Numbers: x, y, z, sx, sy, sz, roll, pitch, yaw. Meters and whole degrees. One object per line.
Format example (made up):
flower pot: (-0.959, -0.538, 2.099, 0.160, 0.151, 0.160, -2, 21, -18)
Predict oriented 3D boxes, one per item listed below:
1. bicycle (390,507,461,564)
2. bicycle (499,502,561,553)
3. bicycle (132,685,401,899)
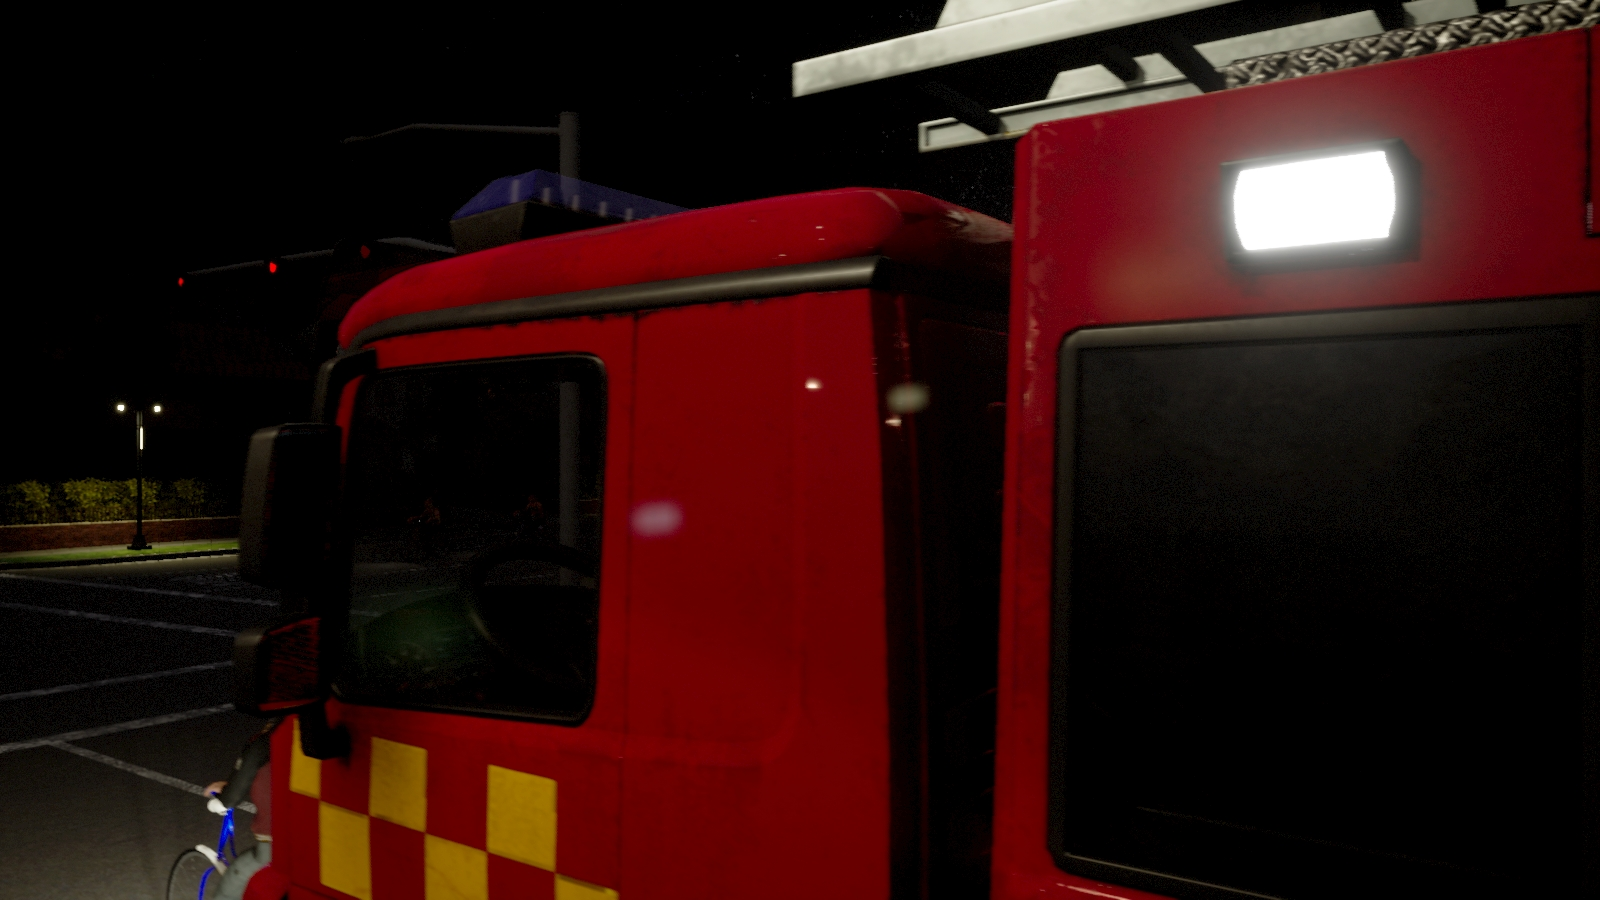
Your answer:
bicycle: (-9.451, 2.142, 28.883, 0.859, 1.301, 1.487, 0, 0, 35)
bicycle: (-7.519, 2.142, 31.857, 0.859, 1.301, 1.487, 0, 0, 34)
bicycle: (-2.687, 2.047, 5.650, 1.835, 1.496, 0.329, 0, 0, 35)
